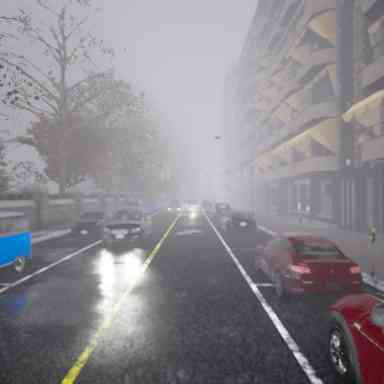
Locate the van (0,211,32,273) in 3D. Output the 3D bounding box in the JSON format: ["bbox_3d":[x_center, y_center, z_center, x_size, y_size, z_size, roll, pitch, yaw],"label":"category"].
[{"bbox_3d":[-5.684,1.423,8.431,1.690,1.788,3.998,0,-1,0],"label":"van"}]

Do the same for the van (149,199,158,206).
[{"bbox_3d":[-5.656,1.760,42.210,1.690,1.788,3.998,0,-1,0],"label":"van"}]

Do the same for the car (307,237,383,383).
[{"bbox_3d":[2.692,1.468,2.793,1.967,1.590,4.097,0,-1,0],"label":"car"}]

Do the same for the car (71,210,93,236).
[{"bbox_3d":[-5.675,1.756,19.689,1.947,1.339,4.313,0,-1,0],"label":"car"}]

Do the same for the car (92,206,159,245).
[{"bbox_3d":[-3.086,1.652,16.657,2.128,1.511,4.902,0,-1,0],"label":"car"}]

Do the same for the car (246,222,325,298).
[{"bbox_3d":[2.697,1.664,8.422,1.802,1.307,4.206,0,-1,0],"label":"car"}]

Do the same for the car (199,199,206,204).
[{"bbox_3d":[2.760,2.457,87.242,1.887,1.381,4.507,0,-1,0],"label":"car"}]

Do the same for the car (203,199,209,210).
[{"bbox_3d":[2.724,1.946,42.372,1.752,1.417,4.829,0,-1,0],"label":"car"}]

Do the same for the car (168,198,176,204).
[{"bbox_3d":[-5.616,2.418,92.880,1.967,1.590,4.097,0,-1,0],"label":"car"}]

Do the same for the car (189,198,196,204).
[{"bbox_3d":[0.074,2.355,90.634,1.837,1.490,4.892,0,-1,0],"label":"car"}]

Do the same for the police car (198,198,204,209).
[{"bbox_3d":[2.412,1.990,55.964,1.930,1.638,5.238,0,-1,0],"label":"police car"}]

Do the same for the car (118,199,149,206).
[{"bbox_3d":[-5.665,1.617,30.951,2.192,1.841,5.009,0,-1,0],"label":"car"}]

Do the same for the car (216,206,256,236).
[{"bbox_3d":[2.706,1.756,19.682,1.947,1.339,4.313,0,-1,0],"label":"car"}]

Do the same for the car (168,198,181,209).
[{"bbox_3d":[-3.008,1.937,57.760,2.097,1.767,4.553,0,-1,0],"label":"car"}]

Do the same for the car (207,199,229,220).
[{"bbox_3d":[2.715,1.743,30.942,1.967,1.590,4.097,0,-1,0],"label":"car"}]

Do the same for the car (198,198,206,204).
[{"bbox_3d":[2.764,2.523,92.872,1.887,1.381,4.507,0,-1,0],"label":"car"}]

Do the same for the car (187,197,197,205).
[{"bbox_3d":[0.059,1.998,74.370,2.097,1.767,4.553,0,-1,0],"label":"car"}]
